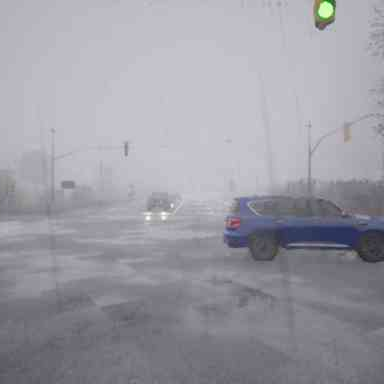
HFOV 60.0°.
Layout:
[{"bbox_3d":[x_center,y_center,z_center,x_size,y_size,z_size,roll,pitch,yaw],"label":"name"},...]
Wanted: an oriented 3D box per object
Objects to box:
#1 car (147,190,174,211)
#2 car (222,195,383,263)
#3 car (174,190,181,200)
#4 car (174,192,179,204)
[{"bbox_3d":[-3.541,0.909,36.317,2.150,2.045,5.566,0,0,0],"label":"car"},{"bbox_3d":[3.797,1.131,11.156,5.566,2.045,2.150,0,0,3],"label":"car"},{"bbox_3d":[-3.390,0.631,68.280,2.150,2.045,5.566,0,0,0],"label":"car"},{"bbox_3d":[-3.496,1.107,51.394,2.033,1.411,5.357,0,0,0],"label":"car"}]
